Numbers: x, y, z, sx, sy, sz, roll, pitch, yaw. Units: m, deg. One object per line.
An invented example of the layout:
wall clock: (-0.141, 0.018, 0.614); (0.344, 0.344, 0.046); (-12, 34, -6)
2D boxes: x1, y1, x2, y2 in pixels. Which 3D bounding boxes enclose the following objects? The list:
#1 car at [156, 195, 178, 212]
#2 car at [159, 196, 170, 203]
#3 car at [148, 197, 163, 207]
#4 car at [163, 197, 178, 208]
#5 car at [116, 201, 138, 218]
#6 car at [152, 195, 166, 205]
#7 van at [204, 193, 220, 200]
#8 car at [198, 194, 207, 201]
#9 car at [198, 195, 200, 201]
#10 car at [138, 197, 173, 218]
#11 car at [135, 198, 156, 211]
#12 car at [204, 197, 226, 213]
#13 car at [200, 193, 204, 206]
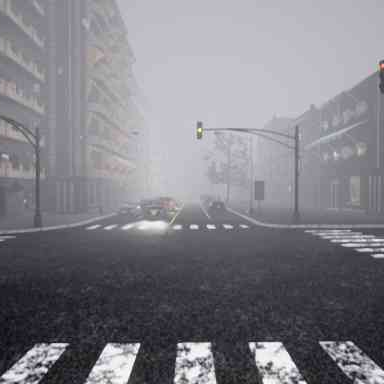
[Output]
car: (-3.090, 1.320, 38.661); (2.097, 1.767, 4.553); (0, 0, 0)
car: (-5.704, 1.517, 68.939); (1.802, 1.307, 4.206); (0, 0, 0)
car: (-5.701, 1.536, 52.339); (1.802, 1.307, 4.206); (0, 0, 0)
car: (-3.082, 1.522, 48.689); (1.994, 1.385, 4.181); (0, 0, 0)
car: (-5.698, 1.527, 30.205); (2.008, 1.369, 4.403); (0, 0, 0)
car: (-5.704, 1.388, 57.872); (1.967, 1.590, 4.097); (0, 0, 0)
van: (2.679, 1.307, 41.265); (1.690, 1.788, 3.998); (0, 0, 0)
car: (2.672, 1.353, 85.534); (1.967, 1.590, 4.097); (0, 0, 0)
car: (2.673, 1.243, 74.467); (2.192, 1.841, 5.009); (0, 0, 0)
car: (-3.096, 1.469, 29.473); (2.128, 1.511, 4.902); (0, 0, 0)
car: (-5.699, 1.510, 41.272); (1.887, 1.381, 4.507); (0, 0, 0)
car: (2.682, 1.537, 35.732); (1.947, 1.339, 4.313); (0, 0, 0)
car: (2.678, 1.394, 52.333); (1.967, 1.590, 4.097); (0, 0, 0)
